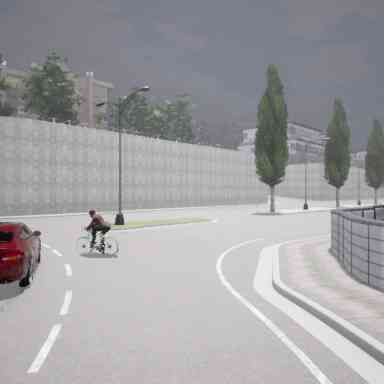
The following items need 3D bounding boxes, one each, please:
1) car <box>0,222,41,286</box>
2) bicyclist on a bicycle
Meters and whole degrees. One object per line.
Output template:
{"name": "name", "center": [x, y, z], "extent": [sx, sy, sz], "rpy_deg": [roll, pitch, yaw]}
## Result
{"name": "car", "center": [-5.179, 1.526, 8.909], "extent": [1.812, 1.442, 4.674], "rpy_deg": [0, 0, -21]}
{"name": "bicyclist on a bicycle", "center": [-3.341, 1.453, 11.645], "extent": [1.656, 1.620, 0.582], "rpy_deg": [-1, 0, 12]}
